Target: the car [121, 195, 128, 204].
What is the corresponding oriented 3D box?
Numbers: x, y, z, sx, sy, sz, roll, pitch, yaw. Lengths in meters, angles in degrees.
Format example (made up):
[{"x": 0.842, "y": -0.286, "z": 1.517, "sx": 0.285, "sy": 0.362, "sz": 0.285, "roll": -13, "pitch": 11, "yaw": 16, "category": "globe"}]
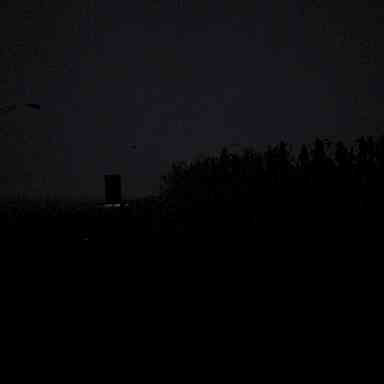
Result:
[{"x": -11.230, "y": 1.160, "z": 52.393, "sx": 2.033, "sy": 1.411, "sz": 5.357, "roll": -1, "pitch": 1, "yaw": -4, "category": "car"}]
